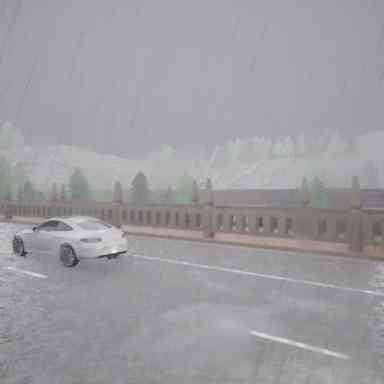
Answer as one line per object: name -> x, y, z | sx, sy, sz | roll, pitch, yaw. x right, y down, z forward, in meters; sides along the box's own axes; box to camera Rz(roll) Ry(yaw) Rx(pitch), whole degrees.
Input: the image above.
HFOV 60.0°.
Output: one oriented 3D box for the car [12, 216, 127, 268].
car -> -4.212, 1.528, 11.296 | 4.674, 1.442, 1.812 | 0, 0, 36
